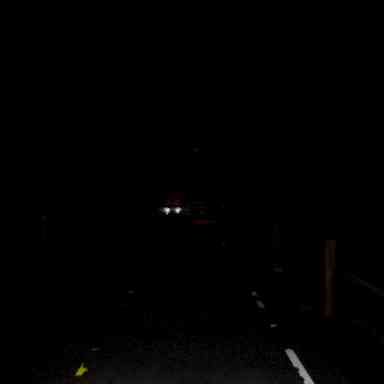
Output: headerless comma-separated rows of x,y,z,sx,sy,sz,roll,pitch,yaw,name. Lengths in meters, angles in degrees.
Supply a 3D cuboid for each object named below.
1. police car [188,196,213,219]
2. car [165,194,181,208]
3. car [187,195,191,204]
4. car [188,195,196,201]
0.821,1.472,29.774,1.930,1.638,5.238,0,0,0,police car
-2.837,1.304,50.552,2.150,2.045,5.566,0,0,0,car
-0.009,1.590,65.704,1.882,1.535,5.008,0,0,0,car
-0.011,1.498,80.702,2.033,1.411,5.357,0,0,0,car
